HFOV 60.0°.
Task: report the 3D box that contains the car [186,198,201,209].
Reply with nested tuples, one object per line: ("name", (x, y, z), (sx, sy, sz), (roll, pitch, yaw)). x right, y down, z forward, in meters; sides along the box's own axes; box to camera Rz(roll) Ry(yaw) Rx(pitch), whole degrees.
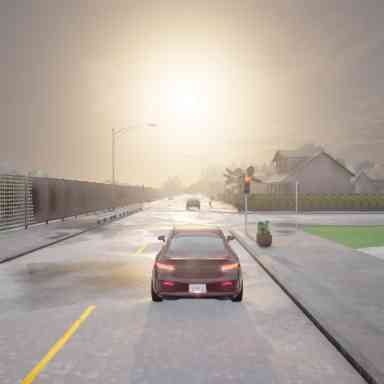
("car", (0.163, 1.505, 44.134), (1.837, 1.490, 4.892), (0, 0, 0))

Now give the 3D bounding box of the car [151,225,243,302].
("car", (0.104, 1.526, 8.132), (1.812, 1.442, 4.674), (0, 0, 0))
